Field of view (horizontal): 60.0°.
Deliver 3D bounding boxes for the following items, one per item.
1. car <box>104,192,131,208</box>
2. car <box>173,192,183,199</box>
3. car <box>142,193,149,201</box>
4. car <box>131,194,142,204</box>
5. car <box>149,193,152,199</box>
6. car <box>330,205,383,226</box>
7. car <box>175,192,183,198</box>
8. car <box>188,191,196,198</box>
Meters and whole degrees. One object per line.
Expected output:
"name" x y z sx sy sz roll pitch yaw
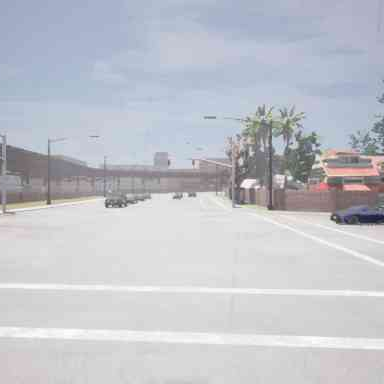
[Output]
"car" -10.510 1.082 46.417 2.150 2.045 5.566 0 1 1
"car" -3.426 0.963 76.895 1.895 1.301 4.718 0 1 0
"car" -10.436 1.142 66.257 1.994 1.385 4.181 0 1 0
"car" -10.446 1.286 56.539 2.033 1.411 5.357 0 1 0
"car" -10.426 0.897 76.589 1.812 1.442 4.674 0 1 0
"car" 11.944 1.574 23.207 4.181 1.385 1.994 0 0 -3
"car" -3.416 0.709 87.213 1.994 1.385 4.181 0 1 0
"car" 0.083 0.519 86.851 2.097 1.767 4.553 0 1 0
